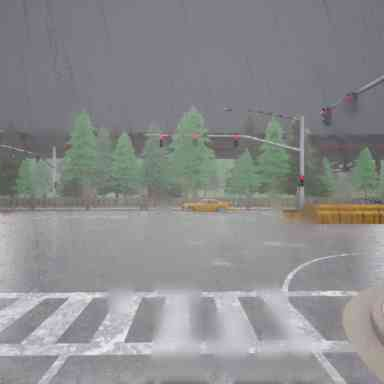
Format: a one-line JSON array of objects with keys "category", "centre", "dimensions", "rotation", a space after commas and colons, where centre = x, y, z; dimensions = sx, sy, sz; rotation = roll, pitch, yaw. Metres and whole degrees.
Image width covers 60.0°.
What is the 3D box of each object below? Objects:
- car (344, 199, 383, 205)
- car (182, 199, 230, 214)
[{"category": "car", "centre": [18.701, 1.492, 35.660], "dimensions": [4.902, 1.511, 2.128], "rotation": [0, 0, -2]}, {"category": "car", "centre": [1.462, 1.477, 35.136], "dimensions": [5.008, 1.535, 1.882], "rotation": [0, 0, -2]}]
